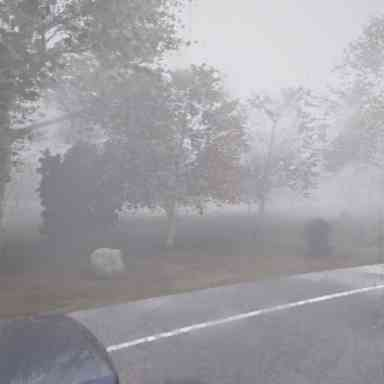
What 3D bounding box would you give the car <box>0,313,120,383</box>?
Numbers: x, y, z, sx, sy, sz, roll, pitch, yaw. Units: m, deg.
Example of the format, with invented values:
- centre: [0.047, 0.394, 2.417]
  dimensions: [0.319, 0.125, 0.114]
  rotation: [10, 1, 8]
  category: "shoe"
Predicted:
- centre: [-2.925, 1.514, 1.477]
  dimensions: [5.357, 1.411, 2.033]
  rotation: [0, 0, -36]
  category: "car"
